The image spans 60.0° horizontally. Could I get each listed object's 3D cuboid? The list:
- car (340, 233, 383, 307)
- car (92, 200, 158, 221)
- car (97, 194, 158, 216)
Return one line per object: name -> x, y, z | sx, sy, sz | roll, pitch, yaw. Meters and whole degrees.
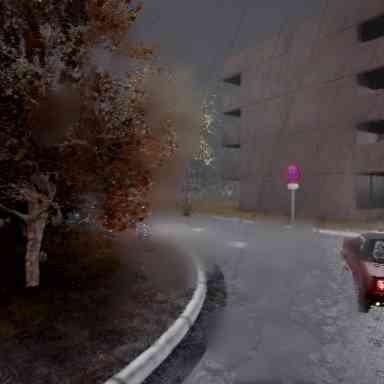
car -> 4.573, 1.591, 7.517 | 1.895, 1.301, 4.718 | 2, 2, 20
car -> -4.038, 0.928, 19.644 | 4.902, 1.511, 2.128 | 3, 1, 42
car -> -4.936, 0.924, 25.016 | 4.718, 1.301, 1.895 | 3, 1, 40
